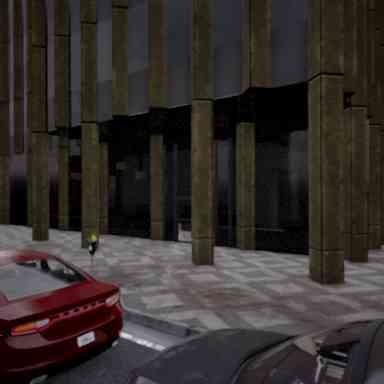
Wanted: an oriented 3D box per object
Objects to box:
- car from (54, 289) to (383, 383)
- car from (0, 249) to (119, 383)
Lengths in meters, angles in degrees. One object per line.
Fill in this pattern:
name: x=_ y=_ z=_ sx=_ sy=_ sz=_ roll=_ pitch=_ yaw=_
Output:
car: x=1.385 y=1.550 z=1.973 sx=4.403 sy=1.369 sz=2.008 roll=0 pitch=0 yaw=36
car: x=-3.035 y=1.575 z=5.141 sx=4.507 sy=1.381 sz=1.887 roll=0 pitch=0 yaw=36
